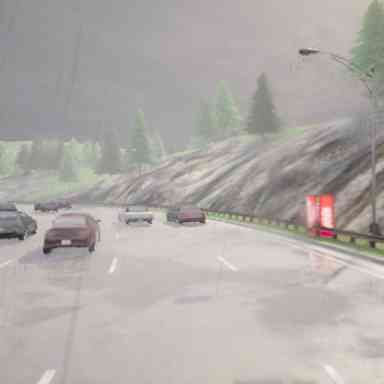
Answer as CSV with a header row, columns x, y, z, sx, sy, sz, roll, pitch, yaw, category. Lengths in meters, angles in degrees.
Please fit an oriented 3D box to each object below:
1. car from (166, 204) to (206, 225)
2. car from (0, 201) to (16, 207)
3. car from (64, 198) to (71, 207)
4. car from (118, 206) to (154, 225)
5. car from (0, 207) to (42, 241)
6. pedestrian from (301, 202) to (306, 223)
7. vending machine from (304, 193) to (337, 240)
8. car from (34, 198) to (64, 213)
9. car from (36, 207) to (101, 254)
x,y,z,sx,sy,sz,roll,pitch,yaw,category
-0.550,1.574,24.324,1.994,1.385,4.181,-1,0,-20,car
-23.717,1.864,41.953,1.994,1.385,4.181,0,0,-43,car
-19.353,1.599,48.060,2.097,1.767,4.553,-1,0,-44,car
-4.260,1.657,24.534,1.895,1.301,4.718,-1,0,-21,car
-9.242,1.681,17.002,1.994,1.385,4.181,-1,0,-15,car
5.534,0.964,16.445,0.500,1.100,0.500,-1,0,-12,pedestrian
6.066,1.122,15.735,1.100,2.100,0.880,-1,0,-12,vending machine
-17.795,1.718,40.421,2.128,1.511,4.902,0,0,-39,car
-4.849,1.588,13.816,1.812,1.442,4.674,0,0,-12,car
